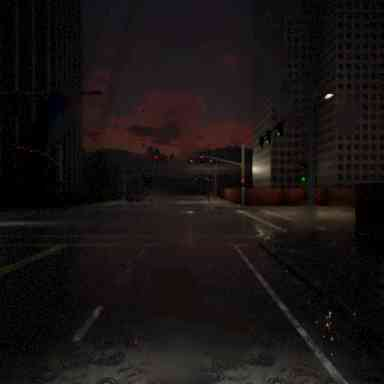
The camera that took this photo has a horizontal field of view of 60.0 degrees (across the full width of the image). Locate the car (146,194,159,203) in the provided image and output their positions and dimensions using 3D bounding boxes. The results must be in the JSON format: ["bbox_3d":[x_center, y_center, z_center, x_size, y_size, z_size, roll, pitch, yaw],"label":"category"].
[{"bbox_3d":[-7.026,1.181,59.889,1.882,1.535,5.008,0,0,1],"label":"car"}]

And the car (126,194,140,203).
[{"bbox_3d":[-10.526,1.181,59.887,1.882,1.535,5.008,0,0,1],"label":"car"}]
